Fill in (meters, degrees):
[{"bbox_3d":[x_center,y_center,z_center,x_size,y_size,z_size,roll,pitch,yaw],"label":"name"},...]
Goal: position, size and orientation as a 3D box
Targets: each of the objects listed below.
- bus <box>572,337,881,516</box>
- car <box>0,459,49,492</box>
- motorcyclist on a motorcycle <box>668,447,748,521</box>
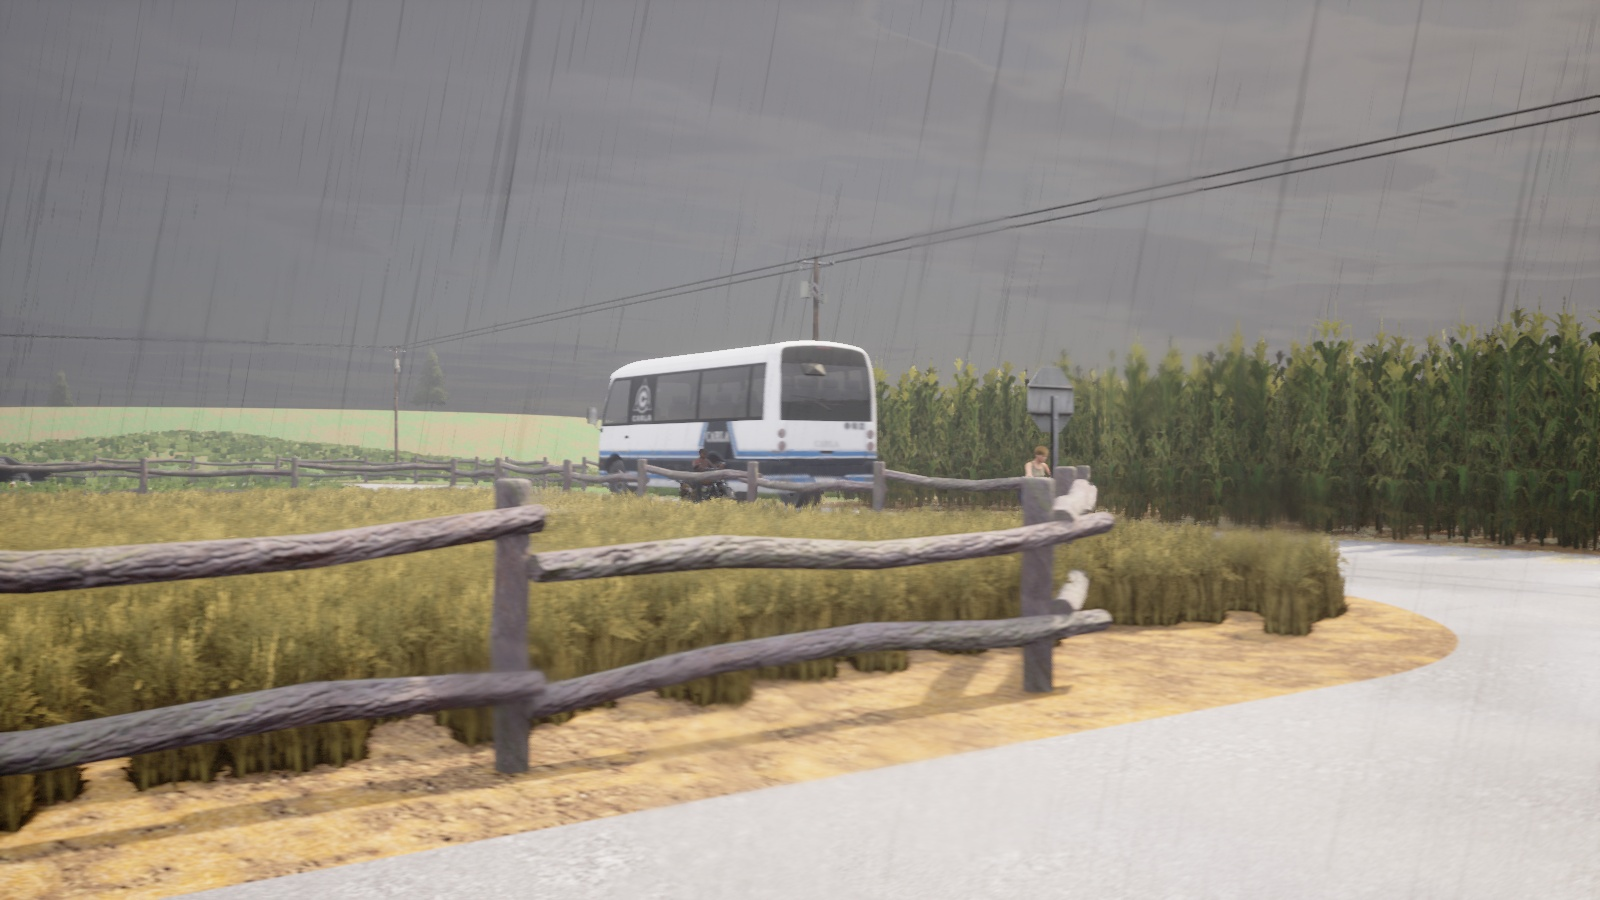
[{"bbox_3d":[-2.451,-0.546,35.248,3.944,4.253,10.273,0,0,-34],"label":"bus"},{"bbox_3d":[-33.439,1.041,51.272,4.718,1.301,1.895,0,0,-30],"label":"car"},{"bbox_3d":[-2.153,0.767,29.179,0.766,1.649,2.350,0,0,-35],"label":"motorcyclist on a motorcycle"}]
